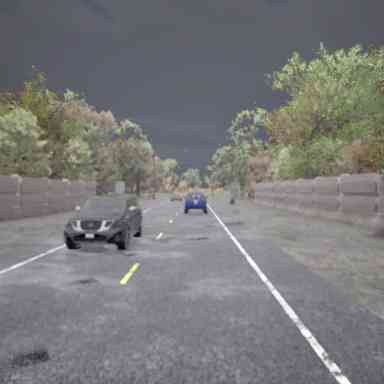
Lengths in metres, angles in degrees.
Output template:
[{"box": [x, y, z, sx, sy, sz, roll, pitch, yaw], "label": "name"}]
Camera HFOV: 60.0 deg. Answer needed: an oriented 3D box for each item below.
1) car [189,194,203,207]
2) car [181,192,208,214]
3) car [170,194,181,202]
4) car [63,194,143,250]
[{"box": [0.559, 1.149, 46.604, 1.882, 1.535, 5.008, 0, 0, 1], "label": "car"}, {"box": [0.381, 1.004, 33.047, 2.150, 2.045, 5.566, 0, 1, 1], "label": "car"}, {"box": [-2.841, 1.116, 60.997, 1.994, 1.385, 4.181, 0, 1, 1], "label": "car"}, {"box": [-3.452, 1.122, 14.099, 2.150, 2.045, 5.566, 0, 0, 1], "label": "car"}]
